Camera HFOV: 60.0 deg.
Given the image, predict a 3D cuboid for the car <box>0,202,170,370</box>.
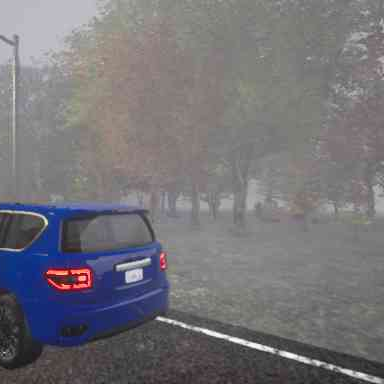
[{"bbox_3d":[-2.933,1.198,5.869,5.566,2.045,2.150,-1,-2,35],"label":"car"}]
